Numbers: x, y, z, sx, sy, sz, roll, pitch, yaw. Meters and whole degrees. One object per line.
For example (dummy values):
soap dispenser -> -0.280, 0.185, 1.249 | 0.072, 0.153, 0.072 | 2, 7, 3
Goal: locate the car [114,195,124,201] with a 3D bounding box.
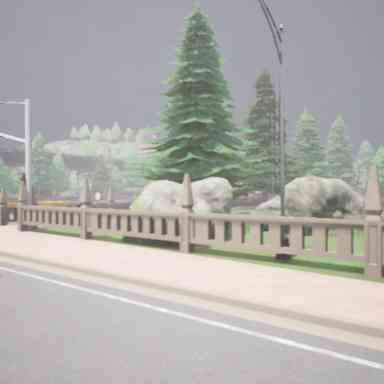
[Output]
car -> -14.331, 1.497, 66.977 | 2.128, 1.511, 4.902 | 0, 3, 36

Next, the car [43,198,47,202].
car -> -20.304, 1.807, 52.685 | 1.882, 1.535, 5.008 | 0, 0, 36

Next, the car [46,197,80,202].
car -> -18.379, 1.796, 49.382 | 2.128, 1.511, 4.902 | 0, 0, 36
